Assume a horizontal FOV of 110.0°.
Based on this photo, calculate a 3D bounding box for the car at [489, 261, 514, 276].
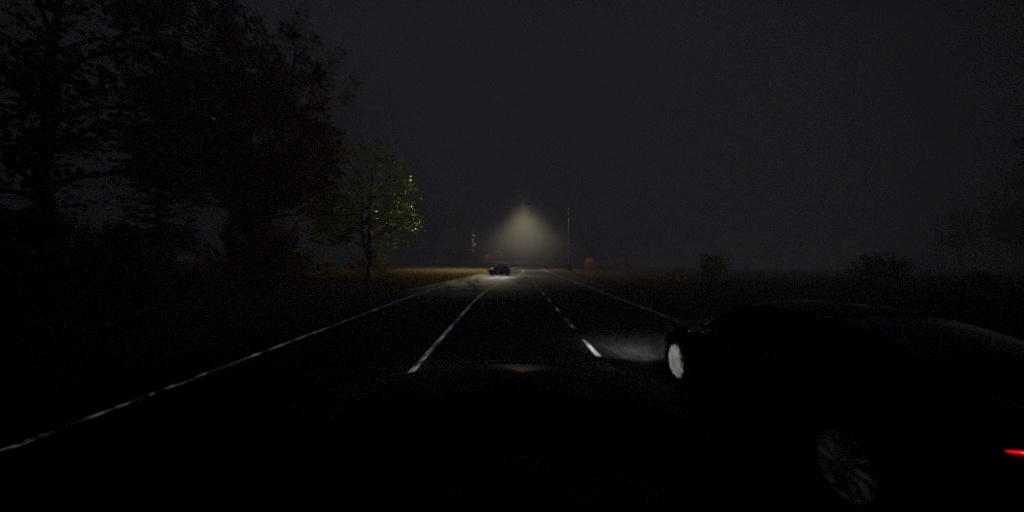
[{"bbox_3d":[-1.260,1.510,39.524,1.994,1.385,4.181,0,0,7],"label":"car"}]

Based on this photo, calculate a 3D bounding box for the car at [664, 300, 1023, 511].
[{"bbox_3d":[3.499,1.273,4.197,1.837,1.490,4.892,0,0,0],"label":"car"}]
